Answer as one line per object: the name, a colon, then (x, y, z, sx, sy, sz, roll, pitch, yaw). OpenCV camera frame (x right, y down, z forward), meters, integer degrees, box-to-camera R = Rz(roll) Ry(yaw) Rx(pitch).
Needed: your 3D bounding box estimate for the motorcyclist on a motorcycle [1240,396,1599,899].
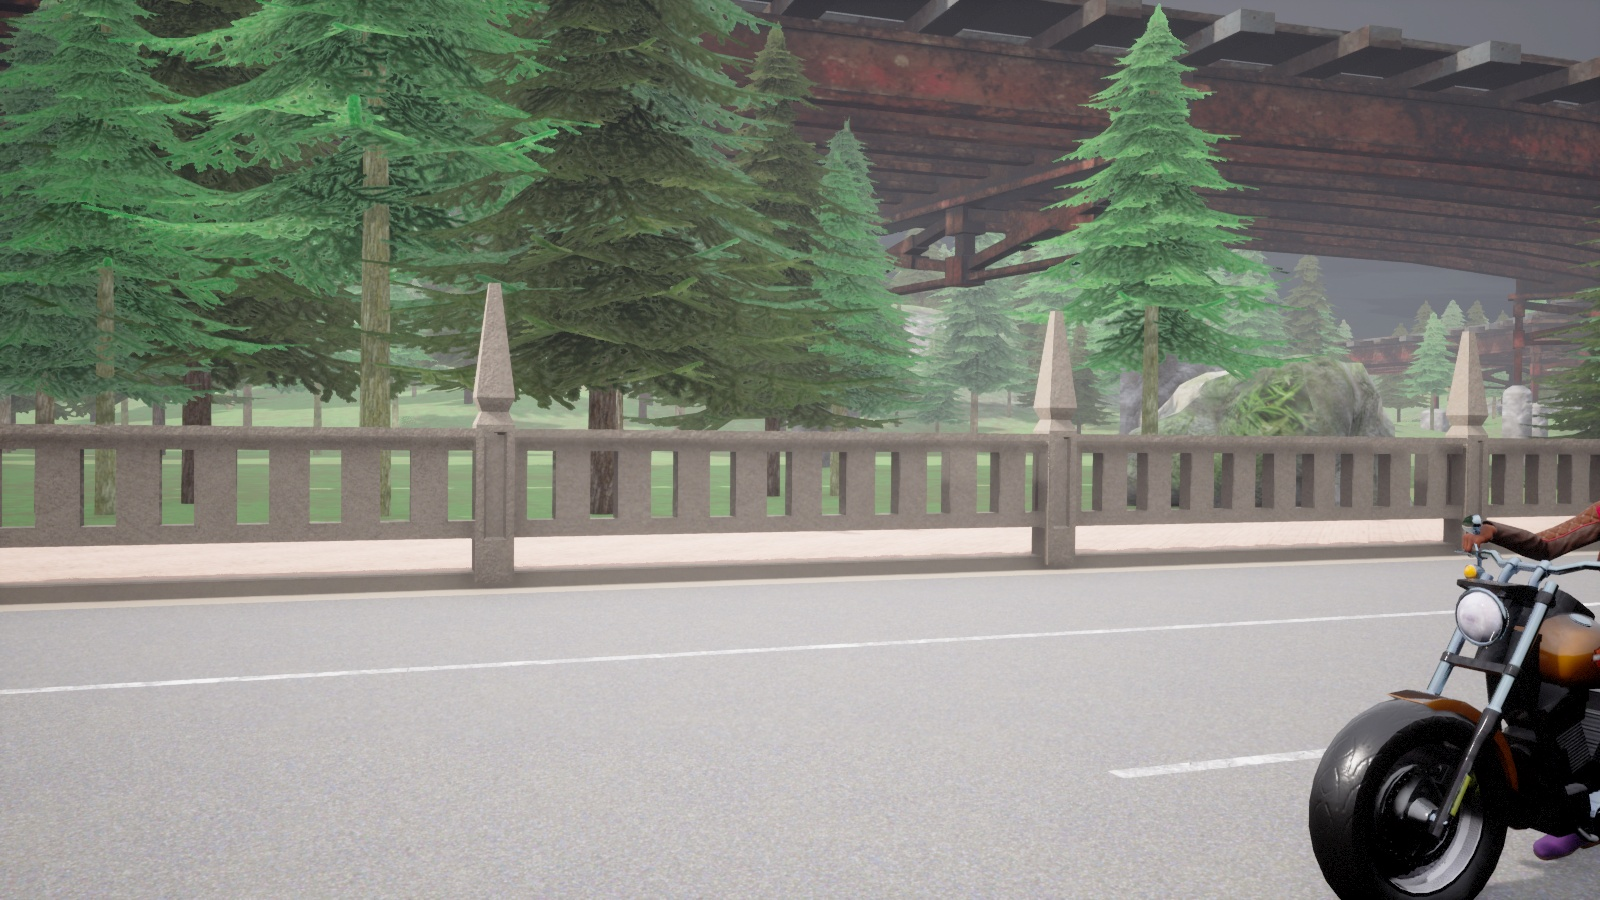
motorcyclist on a motorcycle: (2.716, 0.650, 4.271, 2.350, 1.649, 0.766, -1, 1, -21)
